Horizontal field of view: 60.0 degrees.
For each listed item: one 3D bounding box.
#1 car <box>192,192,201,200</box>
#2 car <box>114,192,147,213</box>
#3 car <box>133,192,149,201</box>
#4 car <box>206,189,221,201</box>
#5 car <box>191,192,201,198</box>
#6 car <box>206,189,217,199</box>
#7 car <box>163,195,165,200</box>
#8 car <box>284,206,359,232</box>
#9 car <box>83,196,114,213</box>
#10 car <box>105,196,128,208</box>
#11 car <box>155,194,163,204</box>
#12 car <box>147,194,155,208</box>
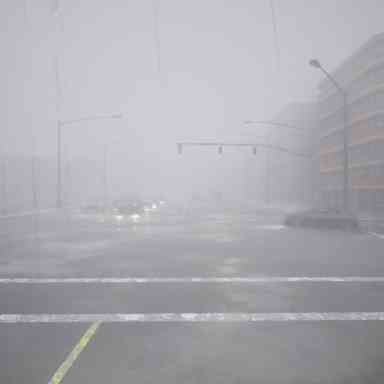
[{"bbox_3d":[0.880,0.959,65.843,1.895,1.301,4.718,0,1,0],"label":"car"},{"bbox_3d":[-6.323,1.226,34.571,2.097,1.767,4.553,0,1,0],"label":"car"},{"bbox_3d":[-9.679,0.896,63.252,2.128,1.511,4.902,0,1,1],"label":"car"},{"bbox_3d":[4.478,0.593,65.100,2.150,2.045,5.566,0,1,0],"label":"car"},{"bbox_3d":[0.912,0.649,75.820,2.033,1.411,5.357,0,1,0],"label":"car"},{"bbox_3d":[4.412,0.428,75.716,2.150,2.045,5.566,0,1,0],"label":"car"},{"bbox_3d":[-6.185,1.012,62.863,1.895,1.301,4.718,0,1,1],"label":"car"},{"bbox_3d":[7.693,1.532,19.922,4.181,1.385,1.994,0,0,27],"label":"car"},{"bbox_3d":[-9.821,1.225,34.915,2.097,1.767,4.553,0,1,0],"label":"car"},{"bbox_3d":[-9.793,1.314,43.557,1.994,1.385,4.181,0,1,0],"label":"car"},{"bbox_3d":[-6.257,1.080,52.734,2.128,1.511,4.902,0,1,0],"label":"car"},{"bbox_3d":[-6.293,1.277,43.453,1.812,1.442,4.674,0,1,0],"label":"car"}]
